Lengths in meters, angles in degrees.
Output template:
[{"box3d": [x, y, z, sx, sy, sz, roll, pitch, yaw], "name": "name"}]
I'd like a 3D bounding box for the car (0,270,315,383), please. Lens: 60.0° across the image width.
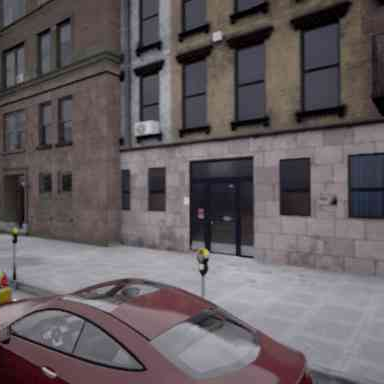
[{"box3d": [-0.889, 1.600, 3.450, 4.206, 1.307, 1.802, -1, 0, 36], "name": "car"}]
